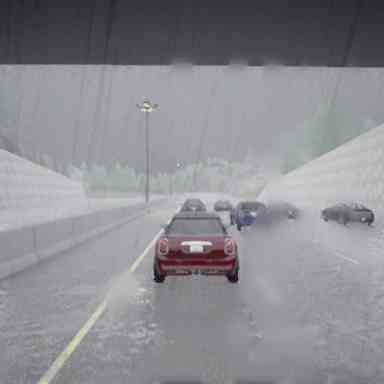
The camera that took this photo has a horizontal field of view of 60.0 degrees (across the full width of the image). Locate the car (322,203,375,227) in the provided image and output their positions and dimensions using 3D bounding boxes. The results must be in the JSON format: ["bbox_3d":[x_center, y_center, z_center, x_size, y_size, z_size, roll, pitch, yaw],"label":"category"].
[{"bbox_3d":[10.616,1.490,23.010,2.128,1.511,4.902,0,0,0],"label":"car"}]

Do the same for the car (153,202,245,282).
[{"bbox_3d":[0.107,1.350,9.945,2.097,1.767,4.553,0,0,0],"label":"car"}]

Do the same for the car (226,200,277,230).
[{"bbox_3d":[3.614,1.348,21.034,2.097,1.767,4.553,0,0,0],"label":"car"}]

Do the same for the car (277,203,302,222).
[{"bbox_3d":[7.119,1.544,26.492,2.033,1.411,5.357,0,0,0],"label":"car"}]

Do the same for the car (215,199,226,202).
[{"bbox_3d":[3.628,1.556,39.178,1.994,1.385,4.181,0,0,0],"label":"car"}]

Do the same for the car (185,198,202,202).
[{"bbox_3d":[0.120,1.345,28.315,2.097,1.767,4.553,0,0,0],"label":"car"}]
